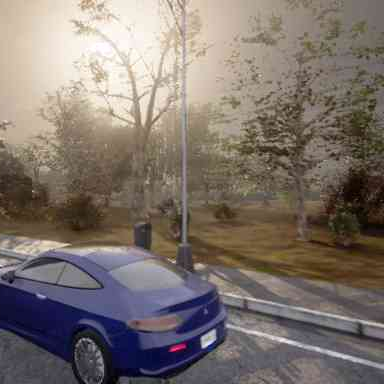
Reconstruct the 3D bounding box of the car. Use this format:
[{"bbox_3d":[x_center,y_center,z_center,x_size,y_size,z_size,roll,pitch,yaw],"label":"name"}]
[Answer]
[{"bbox_3d":[-1.680,1.526,5.192,4.674,1.442,1.812,0,0,35],"label":"car"}]
